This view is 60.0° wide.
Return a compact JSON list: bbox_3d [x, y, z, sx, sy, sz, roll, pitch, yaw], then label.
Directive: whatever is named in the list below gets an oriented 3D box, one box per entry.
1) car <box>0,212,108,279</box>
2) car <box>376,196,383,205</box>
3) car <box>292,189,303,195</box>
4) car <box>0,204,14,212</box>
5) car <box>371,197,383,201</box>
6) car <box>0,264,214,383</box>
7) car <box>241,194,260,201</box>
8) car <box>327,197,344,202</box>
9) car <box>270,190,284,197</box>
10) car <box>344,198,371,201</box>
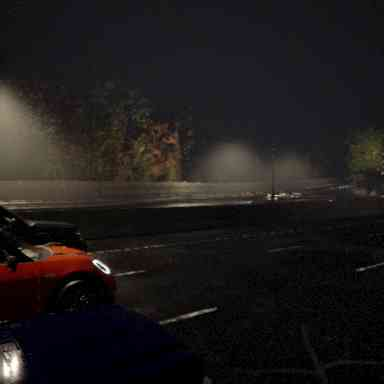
[{"bbox_3d":[-3.590,1.340,5.500,4.553,1.767,2.097,0,0,-36],"label":"car"},{"bbox_3d":[35.116,1.457,59.567,4.892,1.490,1.837,0,0,-36],"label":"car"},{"bbox_3d":[27.114,-0.099,85.326,1.837,1.490,4.892,0,2,35],"label":"car"},{"bbox_3d":[-5.568,1.203,8.392,5.566,2.045,2.150,0,0,-36],"label":"car"},{"bbox_3d":[26.604,1.485,44.834,4.674,1.442,1.812,0,0,-35],"label":"car"},{"bbox_3d":[-2.134,1.595,2.239,4.718,1.301,1.895,0,0,-36],"label":"car"},{"bbox_3d":[10.379,0.924,59.009,1.895,1.301,4.718,0,1,30],"label":"car"},{"bbox_3d":[22.203,1.510,50.281,4.181,1.385,1.994,0,0,-35],"label":"car"},{"bbox_3d":[18.496,0.361,72.391,2.097,1.767,4.553,0,1,32],"label":"car"},{"bbox_3d":[24.132,1.554,47.364,4.718,1.301,1.895,0,0,-35],"label":"car"}]
